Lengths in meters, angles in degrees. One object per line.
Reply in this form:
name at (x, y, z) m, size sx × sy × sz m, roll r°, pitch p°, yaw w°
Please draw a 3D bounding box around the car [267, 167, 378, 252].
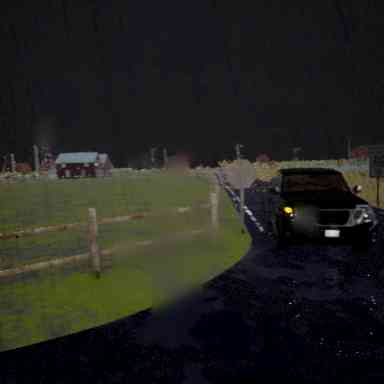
car at (3.466, 0.312, 9.903) m, size 2.150 × 2.045 × 5.566 m, roll 0°, pitch 5°, yaw 9°
